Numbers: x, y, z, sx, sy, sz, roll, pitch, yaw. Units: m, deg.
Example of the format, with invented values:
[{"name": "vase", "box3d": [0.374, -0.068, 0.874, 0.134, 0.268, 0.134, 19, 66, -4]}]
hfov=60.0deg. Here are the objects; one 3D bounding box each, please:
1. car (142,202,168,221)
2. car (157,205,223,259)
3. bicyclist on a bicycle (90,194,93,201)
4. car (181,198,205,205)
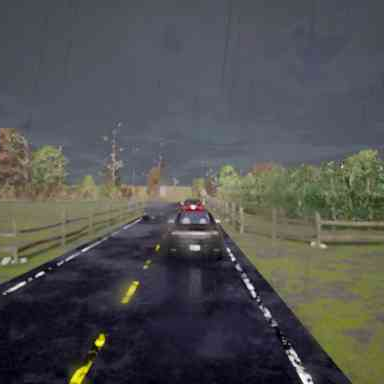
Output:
[{"name": "car", "box3d": [-2.849, 1.509, 27.226, 2.033, 1.411, 5.357, 0, 0, 0]}, {"name": "car", "box3d": [0.095, 1.474, 12.489, 2.128, 1.511, 4.902, 0, 0, 0]}, {"name": "bicyclist on a bicycle", "box3d": [-22.419, 1.327, 74.406, 0.582, 1.620, 1.656, 0, 1, 1]}, {"name": "car", "box3d": [0.096, 1.310, 29.238, 2.097, 1.767, 4.553, 0, 0, 0]}]
